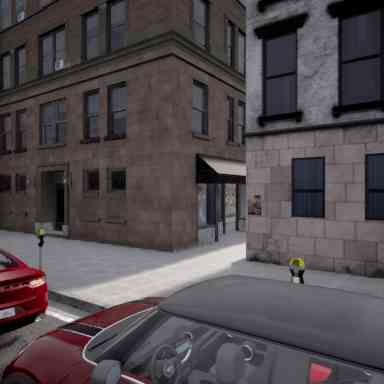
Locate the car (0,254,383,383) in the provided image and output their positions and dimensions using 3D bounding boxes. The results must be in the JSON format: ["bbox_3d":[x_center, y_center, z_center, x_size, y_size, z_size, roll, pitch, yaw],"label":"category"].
[{"bbox_3d":[0.259,1.440,2.621,4.097,1.590,1.967,0,0,35],"label":"car"}]

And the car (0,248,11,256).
[{"bbox_3d":[-4.389,1.545,5.889,4.507,1.381,1.887,0,0,35],"label":"car"}]
